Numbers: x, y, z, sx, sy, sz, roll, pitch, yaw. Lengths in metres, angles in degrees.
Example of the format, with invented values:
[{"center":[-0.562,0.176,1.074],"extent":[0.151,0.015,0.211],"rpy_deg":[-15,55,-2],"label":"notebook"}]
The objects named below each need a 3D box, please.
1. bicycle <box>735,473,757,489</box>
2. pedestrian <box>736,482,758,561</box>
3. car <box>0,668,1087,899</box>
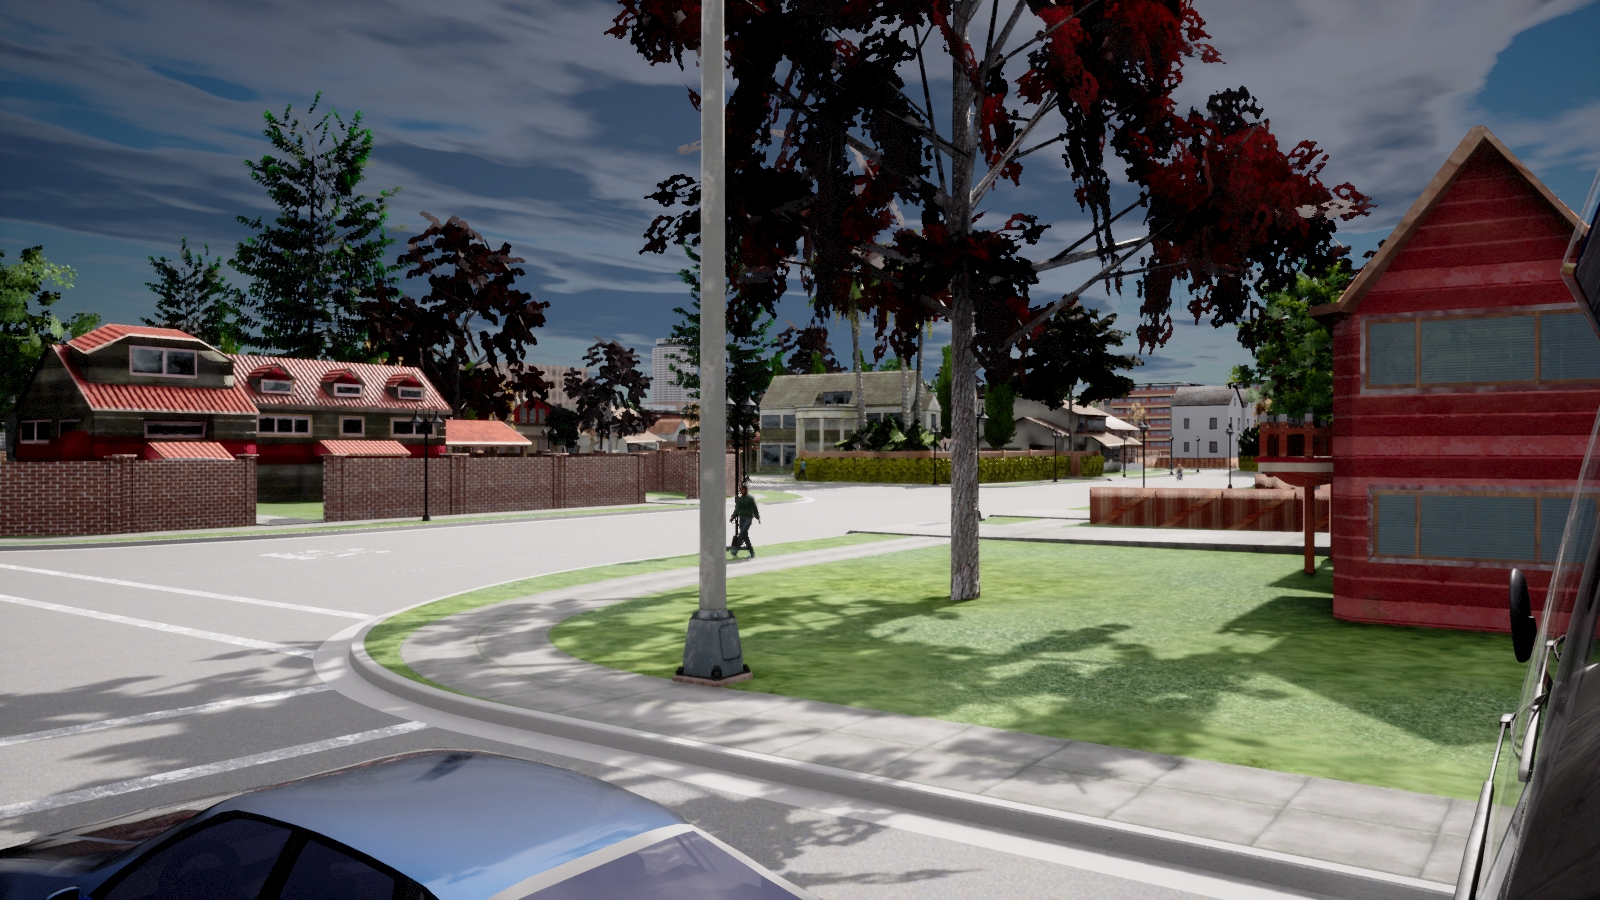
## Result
[{"center":[-3.918,2.256,83.298],"extent":[0.859,1.080,1.487],"rpy_deg":[0,0,34],"label":"bicycle"},{"center":[-1.266,1.704,27.451],"extent":[0.375,1.860,0.375],"rpy_deg":[0,0,35],"label":"pedestrian"},{"center":[-1.713,2.106,4.943],"extent":[5.357,1.411,2.033],"rpy_deg":[0,0,36],"label":"car"}]
